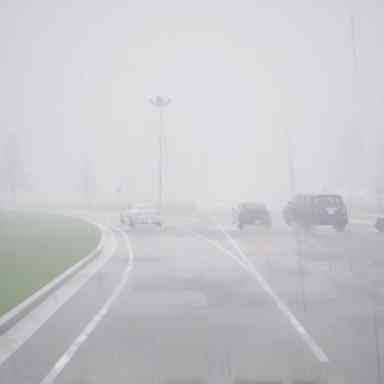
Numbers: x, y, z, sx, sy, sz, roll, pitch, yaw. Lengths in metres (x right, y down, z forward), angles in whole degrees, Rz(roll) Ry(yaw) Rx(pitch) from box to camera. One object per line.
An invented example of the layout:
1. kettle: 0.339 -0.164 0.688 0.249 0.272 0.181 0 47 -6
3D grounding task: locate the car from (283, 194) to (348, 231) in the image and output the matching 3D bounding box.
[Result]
1. car: 7.098 1.107 19.635 2.150 2.045 5.566 0 0 0

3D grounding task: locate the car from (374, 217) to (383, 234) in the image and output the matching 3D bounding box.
1. car: 10.599 1.459 15.200 2.033 1.411 5.357 0 0 0

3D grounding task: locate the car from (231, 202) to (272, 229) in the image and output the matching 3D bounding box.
1. car: 3.598 1.385 20.599 1.837 1.490 4.892 0 0 0

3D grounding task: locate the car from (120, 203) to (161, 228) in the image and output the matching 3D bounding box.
1. car: -3.314 1.403 21.163 1.812 1.442 4.674 0 0 -23
